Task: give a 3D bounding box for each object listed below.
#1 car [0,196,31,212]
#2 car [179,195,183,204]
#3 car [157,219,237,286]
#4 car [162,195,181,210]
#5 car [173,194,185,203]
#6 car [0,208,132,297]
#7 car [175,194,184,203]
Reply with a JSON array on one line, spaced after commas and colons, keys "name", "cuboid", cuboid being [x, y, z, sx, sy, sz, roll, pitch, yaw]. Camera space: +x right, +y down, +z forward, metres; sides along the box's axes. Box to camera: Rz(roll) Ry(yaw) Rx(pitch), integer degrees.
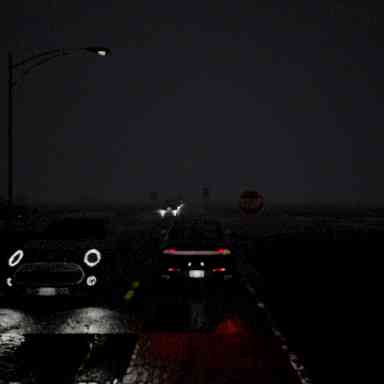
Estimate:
[{"name": "car", "cuboid": [-14.695, 1.245, 24.398, 5.566, 2.045, 2.150, 0, 0, 0]}, {"name": "car", "cuboid": [-2.933, 1.668, 55.446, 1.812, 1.442, 4.674, 0, 0, 0]}, {"name": "car", "cuboid": [0.111, 1.511, 9.425, 2.128, 1.511, 4.902, 0, 0, 0]}, {"name": "car", "cuboid": [-2.928, 1.590, 45.483, 1.882, 1.535, 5.008, 0, 0, 0]}, {"name": "car", "cuboid": [-2.904, 1.395, 65.897, 2.150, 2.045, 5.566, 0, 0, 0]}, {"name": "car", "cuboid": [-2.921, 1.371, 8.796, 2.097, 1.767, 4.553, 0, 0, -2]}, {"name": "car", "cuboid": [-2.934, 1.437, 79.198, 2.150, 2.045, 5.566, 0, 0, 0]}]
